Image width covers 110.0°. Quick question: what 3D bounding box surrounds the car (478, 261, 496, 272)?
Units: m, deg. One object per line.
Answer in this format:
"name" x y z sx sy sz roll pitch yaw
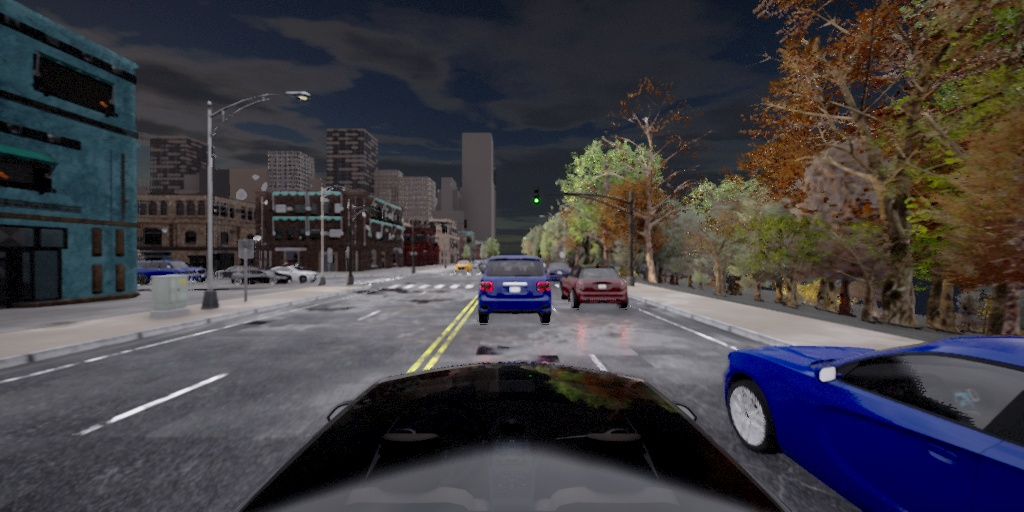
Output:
"car" -3.422 1.410 50.076 2.128 1.511 4.902 0 0 1

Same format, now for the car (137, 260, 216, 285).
"car" -29.843 1.414 31.420 5.566 2.045 2.150 -1 0 0

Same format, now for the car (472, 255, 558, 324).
"car" 0.078 1.009 12.320 2.150 2.045 5.566 0 0 0

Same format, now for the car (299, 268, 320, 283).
"car" -19.427 1.598 31.436 4.674 1.442 1.812 -1 0 -1

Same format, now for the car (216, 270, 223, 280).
"car" -28.350 1.688 37.217 4.403 1.370 2.007 0 0 0

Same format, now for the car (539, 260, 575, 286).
"car" 3.300 1.192 27.215 2.097 1.767 4.553 0 0 0

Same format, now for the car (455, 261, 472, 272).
"car" -6.682 1.395 49.800 1.882 1.535 5.008 0 0 0

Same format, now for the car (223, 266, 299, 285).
"car" -20.000 1.662 28.721 4.313 1.339 1.948 0 0 0

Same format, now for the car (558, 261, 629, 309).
"car" 3.323 1.151 15.336 2.097 1.767 4.553 0 0 0

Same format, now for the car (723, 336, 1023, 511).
"car" 3.351 1.229 2.098 1.882 1.535 5.008 0 0 0
